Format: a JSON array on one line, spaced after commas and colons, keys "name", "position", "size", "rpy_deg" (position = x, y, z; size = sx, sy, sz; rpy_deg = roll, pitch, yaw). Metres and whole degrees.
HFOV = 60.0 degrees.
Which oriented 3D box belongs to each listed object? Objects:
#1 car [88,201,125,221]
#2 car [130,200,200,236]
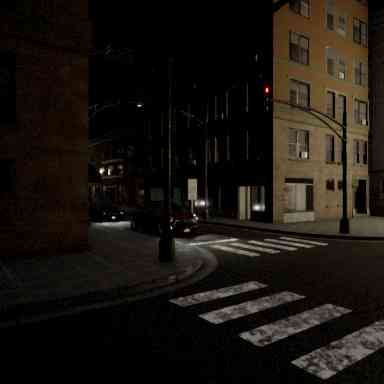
[{"name": "car", "position": [-7.095, 1.414, 25.764], "size": [2.033, 1.411, 5.357], "rpy_deg": [0, 0, -35]}, {"name": "car", "position": [-1.546, 1.269, 17.984], "size": [2.097, 1.767, 4.553], "rpy_deg": [0, 0, -36]}]
